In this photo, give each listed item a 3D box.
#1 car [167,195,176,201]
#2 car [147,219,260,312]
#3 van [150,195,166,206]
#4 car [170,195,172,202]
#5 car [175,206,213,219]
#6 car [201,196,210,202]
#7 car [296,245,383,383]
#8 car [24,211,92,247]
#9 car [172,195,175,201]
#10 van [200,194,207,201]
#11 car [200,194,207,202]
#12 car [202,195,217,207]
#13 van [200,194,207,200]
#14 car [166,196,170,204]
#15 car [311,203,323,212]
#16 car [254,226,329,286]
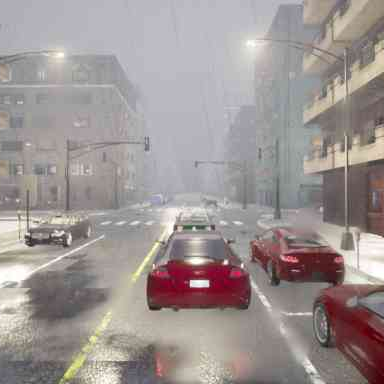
[{"bbox_3d":[-5.318,1.554,86.877,1.887,1.381,4.507,1,0,0],"label":"car"},{"bbox_3d":[0.104,1.566,7.800,1.994,1.385,4.181,0,0,-1],"label":"car"},{"bbox_3d":[-5.598,1.349,52.861,1.690,1.788,3.998,1,0,0],"label":"van"},{"bbox_3d":[-5.455,1.448,64.194,1.967,1.590,4.097,1,0,0],"label":"car"},{"bbox_3d":[0.098,1.604,16.618,1.895,1.301,4.718,0,0,0],"label":"car"},{"bbox_3d":[2.992,1.590,75.460,1.802,1.307,4.206,1,0,0],"label":"car"},{"bbox_3d":[2.667,1.583,3.408,1.802,1.307,4.206,1,0,0],"label":"car"},{"bbox_3d":[-5.774,1.554,14.816,2.008,1.369,4.403,1,0,0],"label":"car"},{"bbox_3d":[-5.388,1.575,75.536,1.947,1.339,4.313,1,0,0],"label":"car"},{"bbox_3d":[3.065,1.349,86.800,1.690,1.788,3.998,1,0,0],"label":"van"},{"bbox_3d":[2.958,1.558,69.789,2.008,1.369,4.403,1,0,0],"label":"car"},{"bbox_3d":[2.951,1.558,51.202,2.008,1.369,4.403,1,0,0],"label":"car"},{"bbox_3d":[3.100,1.349,92.470,1.690,1.788,3.998,1,0,0],"label":"van"},{"bbox_3d":[-5.492,1.574,58.524,1.947,1.339,4.313,1,0,0],"label":"car"},{"bbox_3d":[15.538,1.518,36.978,4.507,1.381,1.887,0,-1,1],"label":"car"},{"bbox_3d":[2.665,1.584,9.079,1.802,1.307,4.206,1,0,0],"label":"car"}]
